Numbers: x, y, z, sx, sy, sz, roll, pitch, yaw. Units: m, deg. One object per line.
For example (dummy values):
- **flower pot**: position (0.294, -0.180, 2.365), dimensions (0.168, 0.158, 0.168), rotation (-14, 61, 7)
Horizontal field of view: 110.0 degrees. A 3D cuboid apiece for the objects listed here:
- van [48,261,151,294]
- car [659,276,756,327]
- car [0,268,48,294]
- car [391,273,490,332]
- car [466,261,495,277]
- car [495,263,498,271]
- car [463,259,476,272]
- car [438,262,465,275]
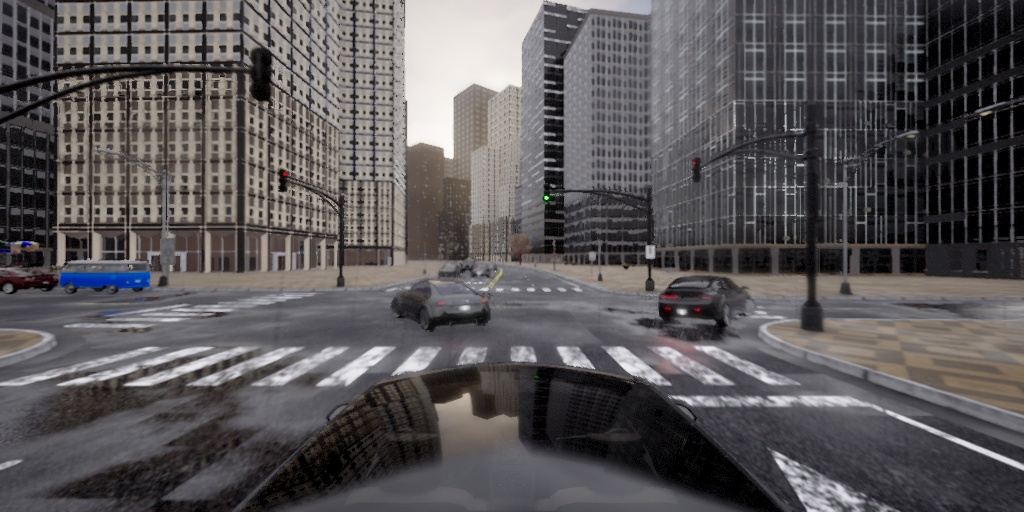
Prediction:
- **van**: position (-22.656, 1.161, 19.982), dimensions (3.998, 1.789, 1.690), rotation (0, 0, 1)
- **car**: position (6.692, 1.417, 12.262), dimensions (1.837, 1.490, 4.892), rotation (-5, -4, 45)
- **car**: position (-28.194, 1.341, 20.028), dimensions (4.507, 1.381, 1.888), rotation (0, 0, 1)
- **car**: position (-2.429, 1.437, 11.660), dimensions (1.994, 1.385, 4.181), rotation (1, -1, -34)
- **car**: position (-3.344, 1.633, 39.113), dimensions (2.128, 1.511, 4.902), rotation (0, -1, 0)
- **car**: position (-3.435, 1.846, 61.580), dimensions (2.128, 1.511, 4.902), rotation (0, -1, -1)
- **car**: position (-6.625, 1.518, 55.533), dimensions (2.150, 2.045, 5.566), rotation (0, 0, 0)
- **car**: position (-6.595, 1.611, 38.346), dimensions (1.882, 1.535, 5.008), rotation (0, -1, 0)
